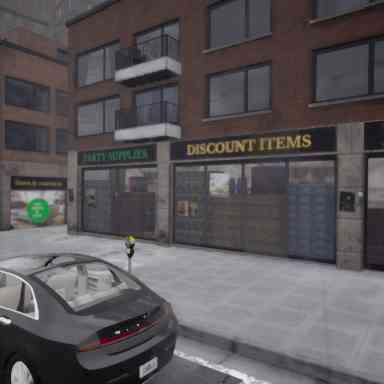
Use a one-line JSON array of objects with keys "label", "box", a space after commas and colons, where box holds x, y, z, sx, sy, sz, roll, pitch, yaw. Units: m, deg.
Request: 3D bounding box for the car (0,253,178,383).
[{"label": "car", "box": [-2.215, 1.550, 4.664, 4.403, 1.369, 2.008, 0, 1, 36]}]
